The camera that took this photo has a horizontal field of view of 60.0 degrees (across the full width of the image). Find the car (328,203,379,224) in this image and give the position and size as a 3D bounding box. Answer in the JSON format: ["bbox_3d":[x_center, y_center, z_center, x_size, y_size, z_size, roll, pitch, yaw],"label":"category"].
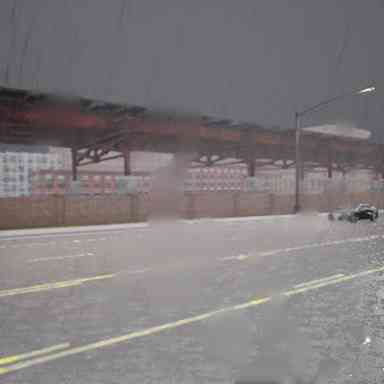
[{"bbox_3d":[12.563,1.589,25.832,4.902,1.511,2.128,0,0,-35],"label":"car"}]
